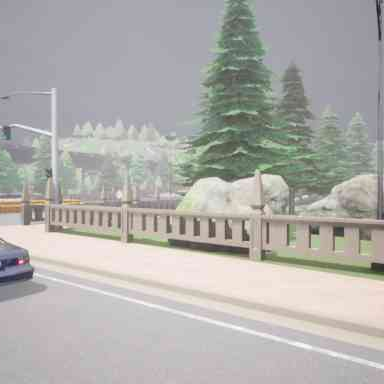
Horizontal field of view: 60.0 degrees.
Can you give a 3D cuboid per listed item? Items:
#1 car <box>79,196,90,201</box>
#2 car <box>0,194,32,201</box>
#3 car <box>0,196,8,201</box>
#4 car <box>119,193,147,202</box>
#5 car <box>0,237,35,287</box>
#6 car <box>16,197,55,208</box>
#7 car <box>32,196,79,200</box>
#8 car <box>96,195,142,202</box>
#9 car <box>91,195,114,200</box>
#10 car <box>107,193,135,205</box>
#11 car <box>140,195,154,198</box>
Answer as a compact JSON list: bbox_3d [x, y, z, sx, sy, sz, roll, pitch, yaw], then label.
[{"bbox_3d":[-18.465,1.349,50.602,2.097,1.767,4.553,0,0,35],"label":"car"},{"bbox_3d":[-24.134,1.219,42.727,2.150,2.045,5.566,0,0,36],"label":"car"},{"bbox_3d":[-23.884,1.489,37.092,2.128,1.511,4.902,0,0,36],"label":"car"},{"bbox_3d":[-11.650,1.128,66.059,2.033,1.411,5.357,0,3,36],"label":"car"},{"bbox_3d":[-6.069,1.547,8.293,5.357,1.411,2.033,0,0,36],"label":"car"},{"bbox_3d":[-23.355,1.502,49.795,1.837,1.490,4.892,0,0,36],"label":"car"},{"bbox_3d":[-18.327,1.475,44.801,1.882,1.535,5.008,0,0,36],"label":"car"},{"bbox_3d":[-9.678,1.545,44.494,2.033,1.411,5.357,0,0,36],"label":"car"},{"bbox_3d":[-12.979,1.331,52.247,2.097,1.767,4.553,0,1,36],"label":"car"},{"bbox_3d":[-12.559,1.214,58.840,2.097,1.767,4.553,0,2,36],"label":"car"},{"bbox_3d":[-8.601,1.288,58.346,2.128,1.511,4.902,0,2,36],"label":"car"}]
